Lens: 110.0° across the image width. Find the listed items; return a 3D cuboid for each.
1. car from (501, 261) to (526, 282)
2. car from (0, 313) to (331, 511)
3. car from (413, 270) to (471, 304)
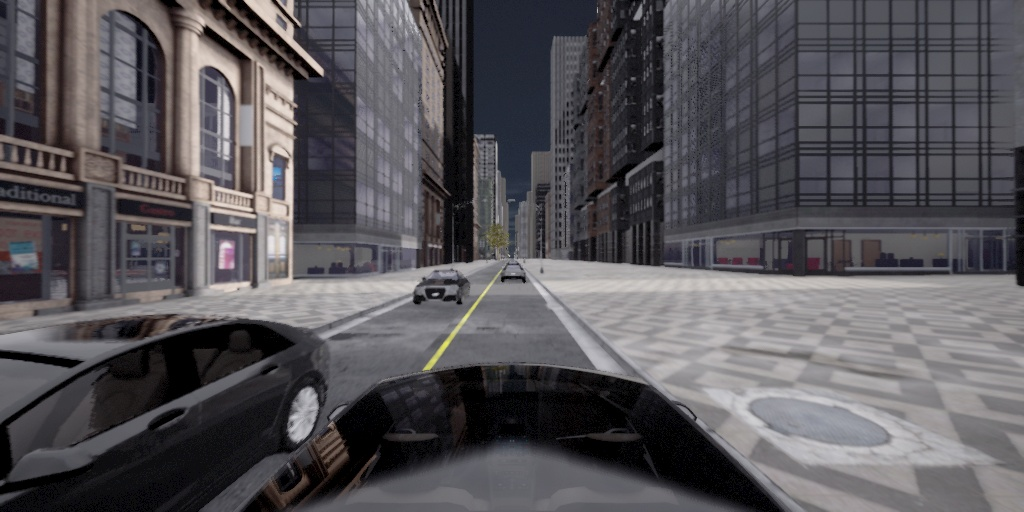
[{"bbox_3d":[0.103,1.315,29.193,1.994,1.385,4.181,0,0,0],"label":"car"},{"bbox_3d":[-3.070,1.256,2.346,1.837,1.490,4.892,0,0,0],"label":"car"},{"bbox_3d":[-2.998,1.317,16.014,1.994,1.385,4.181,0,0,0],"label":"car"}]
